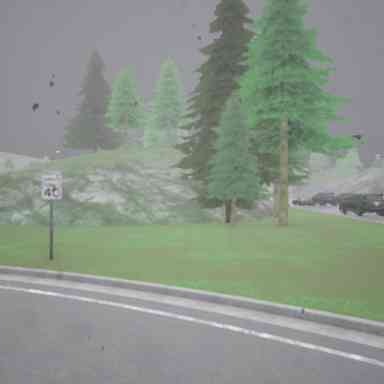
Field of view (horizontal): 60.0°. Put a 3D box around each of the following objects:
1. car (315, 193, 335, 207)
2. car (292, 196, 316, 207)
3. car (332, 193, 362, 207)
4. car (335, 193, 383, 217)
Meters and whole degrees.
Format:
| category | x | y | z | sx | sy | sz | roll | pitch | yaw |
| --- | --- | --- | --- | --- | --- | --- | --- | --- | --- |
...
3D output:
| category | x | y | z | sx | sy | sz | roll | pitch | yaw |
| --- | --- | --- | --- | --- | --- | --- | --- | --- | --- |
| car | 19.946 | 1.117 | 50.636 | 2.150 | 2.045 | 5.566 | 0 | 0 | 2 |
| car | 16.412 | 1.481 | 49.722 | 1.895 | 1.301 | 4.718 | 0 | 0 | 2 |
| car | 23.444 | 1.136 | 50.527 | 2.150 | 2.045 | 5.566 | 0 | 0 | 2 |
| car | 15.822 | 1.176 | 31.011 | 2.150 | 2.045 | 5.566 | 0 | 0 | 2 |
